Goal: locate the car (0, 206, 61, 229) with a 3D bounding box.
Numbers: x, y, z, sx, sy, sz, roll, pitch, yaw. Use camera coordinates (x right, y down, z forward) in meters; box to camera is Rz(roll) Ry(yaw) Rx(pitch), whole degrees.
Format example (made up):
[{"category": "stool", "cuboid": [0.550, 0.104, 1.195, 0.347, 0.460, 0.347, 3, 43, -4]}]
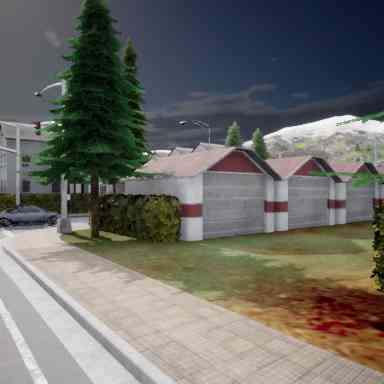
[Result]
[{"category": "car", "cuboid": [-10.529, 1.578, 21.632, 4.181, 1.385, 1.994, 0, 0, -27]}]
